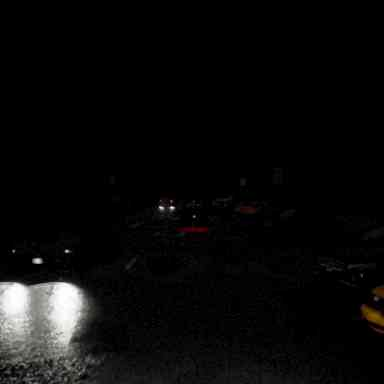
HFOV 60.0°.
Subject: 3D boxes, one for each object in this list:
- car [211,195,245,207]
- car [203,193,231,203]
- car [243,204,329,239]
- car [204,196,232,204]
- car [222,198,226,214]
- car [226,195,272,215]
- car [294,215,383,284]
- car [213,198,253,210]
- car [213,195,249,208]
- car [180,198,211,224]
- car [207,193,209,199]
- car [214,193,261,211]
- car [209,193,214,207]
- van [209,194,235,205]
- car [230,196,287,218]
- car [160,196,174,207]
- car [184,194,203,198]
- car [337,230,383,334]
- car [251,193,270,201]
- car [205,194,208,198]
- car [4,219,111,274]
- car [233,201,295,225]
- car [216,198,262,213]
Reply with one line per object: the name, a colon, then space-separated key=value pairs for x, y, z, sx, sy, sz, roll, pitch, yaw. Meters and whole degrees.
car: x=5.471 y=1.406 z=50.199 sx=4.553 sy=1.767 sz=2.185 roll=1 pitch=0 yaw=-20
car: x=5.596 y=1.365 z=74.256 sx=5.566 sy=2.045 sz=2.435 roll=1 pitch=0 yaw=-20
car: x=5.336 y=1.522 z=17.180 sx=4.674 sy=1.452 sz=2.002 roll=1 pitch=0 yaw=-20
car: x=5.391 y=1.589 z=68.163 sx=5.366 sy=1.575 sz=1.946 roll=1 pitch=0 yaw=-20
car: x=5.384 y=1.528 z=29.189 sx=4.674 sy=1.452 sz=2.002 roll=1 pitch=0 yaw=-20
car: x=5.405 y=1.360 z=26.193 sx=4.553 sy=1.767 sz=2.185 roll=1 pitch=0 yaw=-20
car: x=5.319 y=1.484 z=8.179 sx=4.892 sy=1.521 sz=2.231 roll=1 pitch=0 yaw=-20
car: x=5.445 y=1.545 z=44.183 sx=4.792 sy=1.488 sz=2.163 roll=1 pitch=0 yaw=-20
car: x=5.455 y=1.397 z=47.198 sx=4.553 sy=1.767 sz=2.185 roll=1 pitch=0 yaw=-20
car: x=0.150 y=1.476 z=24.530 sx=1.882 sy=1.535 sz=5.008 roll=0 pitch=0 yaw=0
car: x=5.564 y=1.427 z=56.216 sx=4.553 sy=1.767 sz=2.185 roll=1 pitch=0 yaw=-20
car: x=5.393 y=1.240 z=32.167 sx=5.566 sy=2.045 sz=2.435 roll=1 pitch=0 yaw=-20
car: x=5.431 y=1.256 z=41.184 sx=5.566 sy=2.045 sz=2.435 roll=1 pitch=0 yaw=-20
van: x=5.663 y=1.349 z=62.264 sx=4.442 sy=1.987 sz=1.878 roll=1 pitch=0 yaw=-20
car: x=5.390 y=1.358 z=23.191 sx=4.553 sy=1.767 sz=2.185 roll=1 pitch=0 yaw=-20
car: x=-3.940 y=1.407 z=52.914 sx=2.097 sy=1.767 sz=4.553 roll=0 pitch=0 yaw=0
car: x=0.214 y=1.248 z=42.861 sx=2.150 sy=2.045 sz=5.566 roll=0 pitch=0 yaw=0
car: x=5.134 y=1.479 z=5.115 sx=5.366 sy=1.575 sz=1.946 roll=1 pitch=0 yaw=-20
car: x=18.605 y=1.431 z=90.214 sx=2.435 sy=2.045 sz=5.566 roll=0 pitch=0 yaw=-21
car: x=5.534 y=1.562 z=59.219 sx=5.008 sy=1.535 sz=2.097 roll=1 pitch=0 yaw=-20
car: x=-3.934 y=1.561 z=10.449 sx=1.994 sy=1.385 sz=4.181 roll=0 pitch=0 yaw=0
car: x=5.317 y=1.511 z=20.171 sx=4.792 sy=1.488 sz=2.163 roll=1 pitch=0 yaw=-20
car: x=5.408 y=1.531 z=38.182 sx=4.792 sy=1.488 sz=2.163 roll=1 pitch=0 yaw=-20
